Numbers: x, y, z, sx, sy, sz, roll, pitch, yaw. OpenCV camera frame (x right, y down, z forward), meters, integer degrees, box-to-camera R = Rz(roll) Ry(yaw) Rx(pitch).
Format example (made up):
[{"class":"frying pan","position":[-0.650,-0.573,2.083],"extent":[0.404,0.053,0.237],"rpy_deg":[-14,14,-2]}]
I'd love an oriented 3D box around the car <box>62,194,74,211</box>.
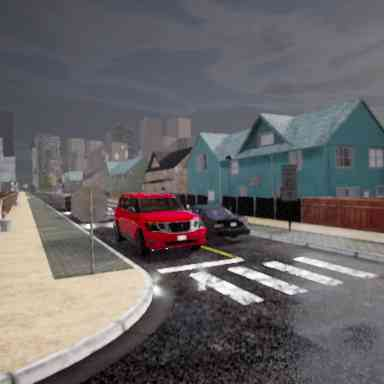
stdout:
[{"class":"car","position":[-12.285,1.132,34.388],"extent":[1.837,1.490,4.892],"rpy_deg":[-2,2,-27]}]

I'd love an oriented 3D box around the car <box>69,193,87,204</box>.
[{"class":"car","position":[-17.630,0.957,51.246],"extent":[1.994,1.385,4.181],"rpy_deg":[-2,1,-27]}]

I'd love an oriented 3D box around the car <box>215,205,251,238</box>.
[{"class":"car","position":[0.511,1.306,15.354],"extent":[2.033,1.411,5.357],"rpy_deg":[-2,1,-27]}]

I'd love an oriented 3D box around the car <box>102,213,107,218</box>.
[{"class":"car","position":[-6.971,1.261,23.825],"extent":[1.812,1.442,4.674],"rpy_deg":[-2,1,-27]}]

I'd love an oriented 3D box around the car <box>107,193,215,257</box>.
[{"class":"car","position":[-1.526,1.069,13.001],"extent":[2.150,2.045,5.566],"rpy_deg":[-2,1,-26]}]
